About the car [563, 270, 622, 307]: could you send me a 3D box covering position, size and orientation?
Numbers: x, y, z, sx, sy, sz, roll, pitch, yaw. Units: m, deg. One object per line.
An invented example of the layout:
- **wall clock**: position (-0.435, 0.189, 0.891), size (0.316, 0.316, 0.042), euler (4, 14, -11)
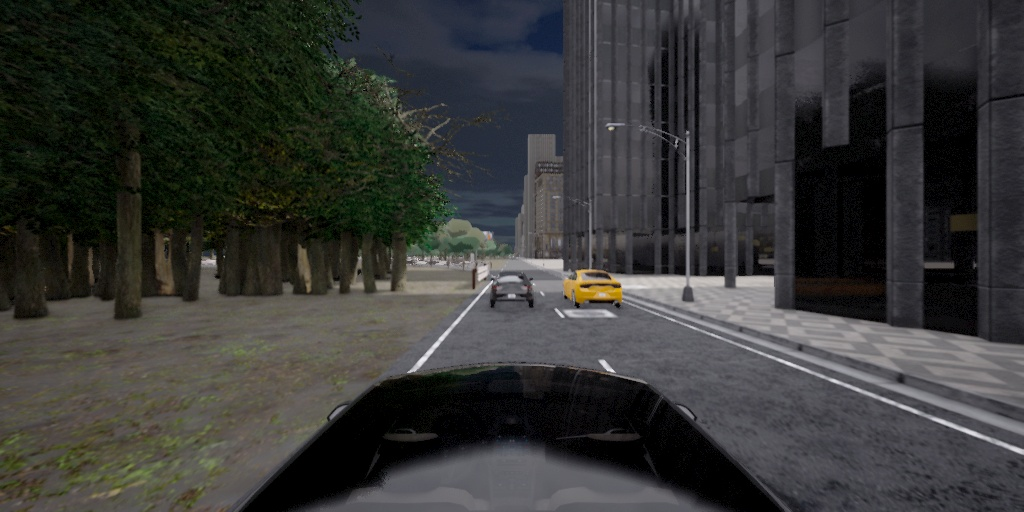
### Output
- **car**: position (3.500, 1.362, 16.327), size (1.882, 1.535, 5.008), euler (0, 0, 0)

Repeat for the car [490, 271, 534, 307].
- **car**: position (-0.001, 1.409, 16.238), size (1.812, 1.442, 4.674), euler (0, 0, 0)
